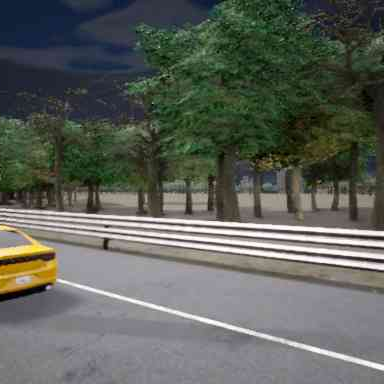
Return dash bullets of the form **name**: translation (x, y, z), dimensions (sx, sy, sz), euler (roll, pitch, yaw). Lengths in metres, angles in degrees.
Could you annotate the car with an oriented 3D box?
- **car**: translation (-5.157, 1.512, 7.798), dimensions (5.008, 1.535, 1.882), euler (0, 0, 37)
